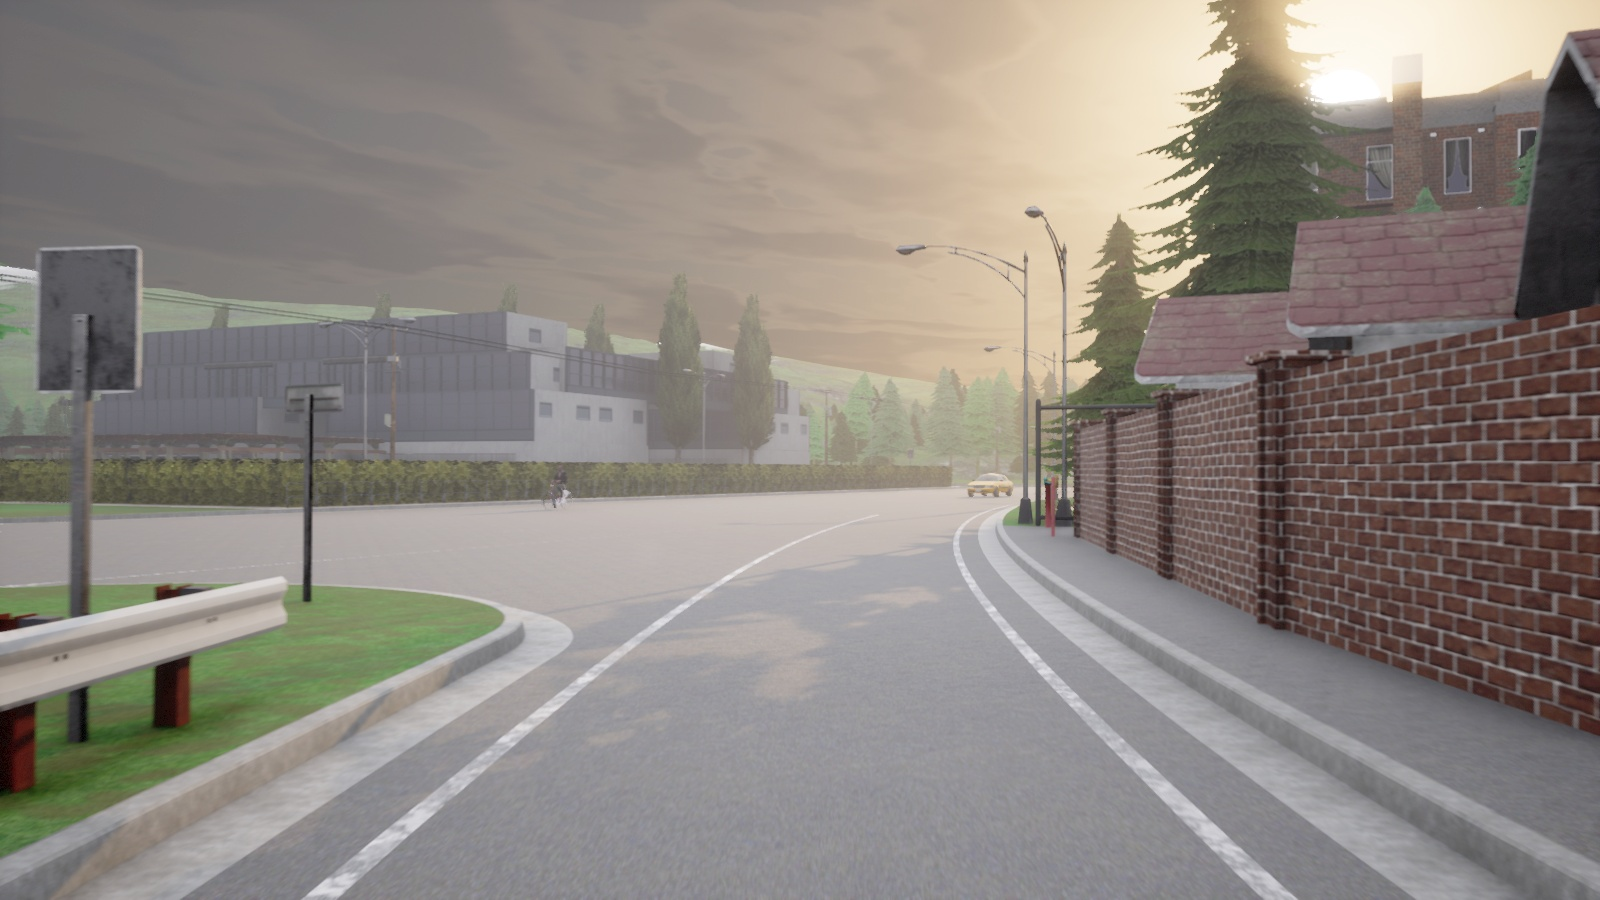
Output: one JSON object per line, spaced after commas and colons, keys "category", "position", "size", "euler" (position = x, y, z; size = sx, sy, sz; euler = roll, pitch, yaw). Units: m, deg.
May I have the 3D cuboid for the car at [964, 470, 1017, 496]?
{"category": "car", "position": [11.822, 2.010, 77.689], "size": [1.801, 1.575, 5.366], "euler": [-1, -1, 25]}

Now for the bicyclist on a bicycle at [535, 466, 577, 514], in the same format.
{"category": "bicyclist on a bicycle", "position": [-9.365, 1.528, 48.258], "size": [0.659, 1.776, 1.843], "euler": [-1, -1, 25]}
